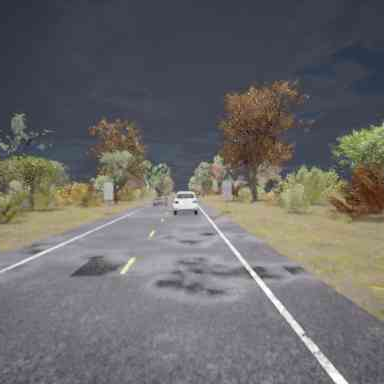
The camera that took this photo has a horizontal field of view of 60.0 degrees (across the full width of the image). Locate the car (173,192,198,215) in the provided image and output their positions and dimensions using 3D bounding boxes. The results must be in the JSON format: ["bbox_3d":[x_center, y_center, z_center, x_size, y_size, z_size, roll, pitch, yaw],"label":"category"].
[{"bbox_3d":[-0.588,0.992,31.243,2.150,2.045,5.566,-1,1,-1],"label":"car"}]

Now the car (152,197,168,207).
[{"bbox_3d":[-4.404,1.337,46.867,1.994,1.385,4.181,-1,0,-1],"label":"car"}]
